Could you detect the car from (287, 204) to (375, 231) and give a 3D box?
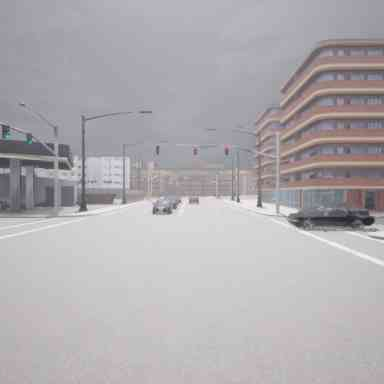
[{"bbox_3d":[8.306,1.601,20.233,4.718,1.301,1.895,0,0,1],"label":"car"}]

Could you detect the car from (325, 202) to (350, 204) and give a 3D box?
[{"bbox_3d":[10.032,1.505,23.727,4.892,1.490,1.837,0,0,1],"label":"car"}]

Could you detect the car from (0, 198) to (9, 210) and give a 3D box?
[{"bbox_3d":[-23.943,1.456,39.422,3.806,1.475,1.970,0,0,1],"label":"car"}]

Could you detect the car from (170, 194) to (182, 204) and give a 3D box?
[{"bbox_3d":[-3.202,1.352,66.244,2.097,1.767,4.553,0,0,0],"label":"car"}]

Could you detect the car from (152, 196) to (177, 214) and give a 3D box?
[{"bbox_3d":[-3.076,1.491,35.230,2.128,1.511,4.902,0,0,0],"label":"car"}]

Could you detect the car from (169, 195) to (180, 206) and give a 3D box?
[{"bbox_3d":[-3.133,1.352,44.948,2.097,1.767,4.553,0,0,0],"label":"car"}]

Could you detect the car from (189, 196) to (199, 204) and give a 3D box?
[{"bbox_3d":[0.345,1.491,63.731,2.128,1.511,4.902,0,0,0],"label":"car"}]
